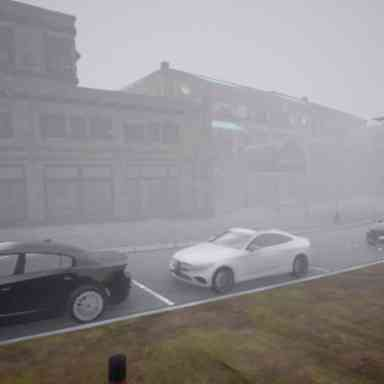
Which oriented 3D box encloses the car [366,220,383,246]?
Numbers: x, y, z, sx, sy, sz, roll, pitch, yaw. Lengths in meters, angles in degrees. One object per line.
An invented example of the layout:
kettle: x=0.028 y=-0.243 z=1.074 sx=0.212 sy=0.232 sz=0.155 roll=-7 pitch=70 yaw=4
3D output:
car: x=10.227 y=1.730 z=15.785 sx=5.008 sy=1.535 sz=2.097 roll=1 pitch=-1 yaw=-35

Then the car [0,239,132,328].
car: x=-3.658 y=1.721 z=6.393 sx=5.008 sy=1.535 sz=2.097 roll=1 pitch=0 yaw=-31

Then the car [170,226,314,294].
car: x=1.611 y=1.773 z=9.724 sx=4.674 sy=1.452 sz=2.002 roll=0 pitch=1 yaw=-33
